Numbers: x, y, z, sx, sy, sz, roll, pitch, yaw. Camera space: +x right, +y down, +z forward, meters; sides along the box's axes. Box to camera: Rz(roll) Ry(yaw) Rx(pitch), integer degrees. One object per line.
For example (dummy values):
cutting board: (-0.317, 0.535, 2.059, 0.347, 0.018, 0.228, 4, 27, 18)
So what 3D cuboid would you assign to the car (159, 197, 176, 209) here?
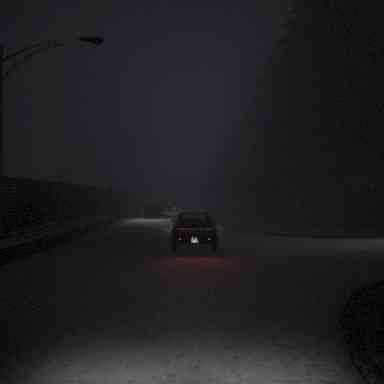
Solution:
car: (-4.054, 1.746, 49.460, 2.150, 2.045, 5.566, 0, -1, 0)

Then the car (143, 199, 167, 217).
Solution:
car: (-4.086, 1.857, 35.866, 1.882, 1.535, 5.008, 0, -1, 0)

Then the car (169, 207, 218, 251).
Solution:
car: (0.101, 1.650, 14.910, 2.128, 1.511, 4.902, 0, -1, 0)
